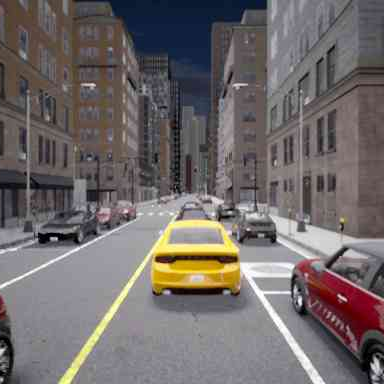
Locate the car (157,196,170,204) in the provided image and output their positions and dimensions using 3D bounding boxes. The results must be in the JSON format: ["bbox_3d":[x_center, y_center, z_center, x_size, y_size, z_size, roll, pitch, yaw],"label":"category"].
[{"bbox_3d":[-5.680,1.629,63.955,1.802,1.307,4.206,0,0,0],"label":"car"}]

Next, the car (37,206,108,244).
[{"bbox_3d":[-5.681,1.568,15.849,1.947,1.339,4.313,0,0,0],"label":"car"}]

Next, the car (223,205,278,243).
[{"bbox_3d":[2.844,1.553,15.855,2.008,1.369,4.403,0,0,0],"label":"car"}]

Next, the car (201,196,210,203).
[{"bbox_3d":[2.851,1.583,69.527,1.752,1.417,4.829,0,0,0],"label":"car"}]

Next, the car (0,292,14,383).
[{"bbox_3d":[-3.101,1.352,1.909,2.097,1.767,4.553,0,0,0],"label":"car"}]

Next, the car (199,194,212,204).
[{"bbox_3d":[2.845,1.487,63.948,1.967,1.590,4.097,0,0,0],"label":"car"}]

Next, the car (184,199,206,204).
[{"bbox_3d":[-0.019,1.531,26.583,1.812,1.442,4.674,0,0,1],"label":"car"}]

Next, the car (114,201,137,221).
[{"bbox_3d":[-5.689,1.445,26.852,1.967,1.590,4.097,0,0,0],"label":"car"}]

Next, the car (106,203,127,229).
[{"bbox_3d":[-5.685,1.585,21.350,1.802,1.307,4.206,0,0,0],"label":"car"}]

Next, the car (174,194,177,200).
[{"bbox_3d":[-5.650,1.642,90.827,1.752,1.417,4.829,0,0,0],"label":"car"}]

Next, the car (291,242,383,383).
[{"bbox_3d":[2.852,1.440,4.852,1.967,1.590,4.097,0,0,0],"label":"car"}]

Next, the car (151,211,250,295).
[{"bbox_3d":[0.088,1.478,8.727,1.882,1.535,5.008,0,0,0],"label":"car"}]

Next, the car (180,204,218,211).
[{"bbox_3d":[0.094,1.566,17.772,1.994,1.385,4.181,0,0,-1],"label":"car"}]

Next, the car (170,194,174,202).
[{"bbox_3d":[-5.667,1.620,74.771,2.008,1.369,4.403,0,0,0],"label":"car"}]

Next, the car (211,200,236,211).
[{"bbox_3d":[2.837,1.571,26.857,1.947,1.339,4.313,0,0,0],"label":"car"}]
